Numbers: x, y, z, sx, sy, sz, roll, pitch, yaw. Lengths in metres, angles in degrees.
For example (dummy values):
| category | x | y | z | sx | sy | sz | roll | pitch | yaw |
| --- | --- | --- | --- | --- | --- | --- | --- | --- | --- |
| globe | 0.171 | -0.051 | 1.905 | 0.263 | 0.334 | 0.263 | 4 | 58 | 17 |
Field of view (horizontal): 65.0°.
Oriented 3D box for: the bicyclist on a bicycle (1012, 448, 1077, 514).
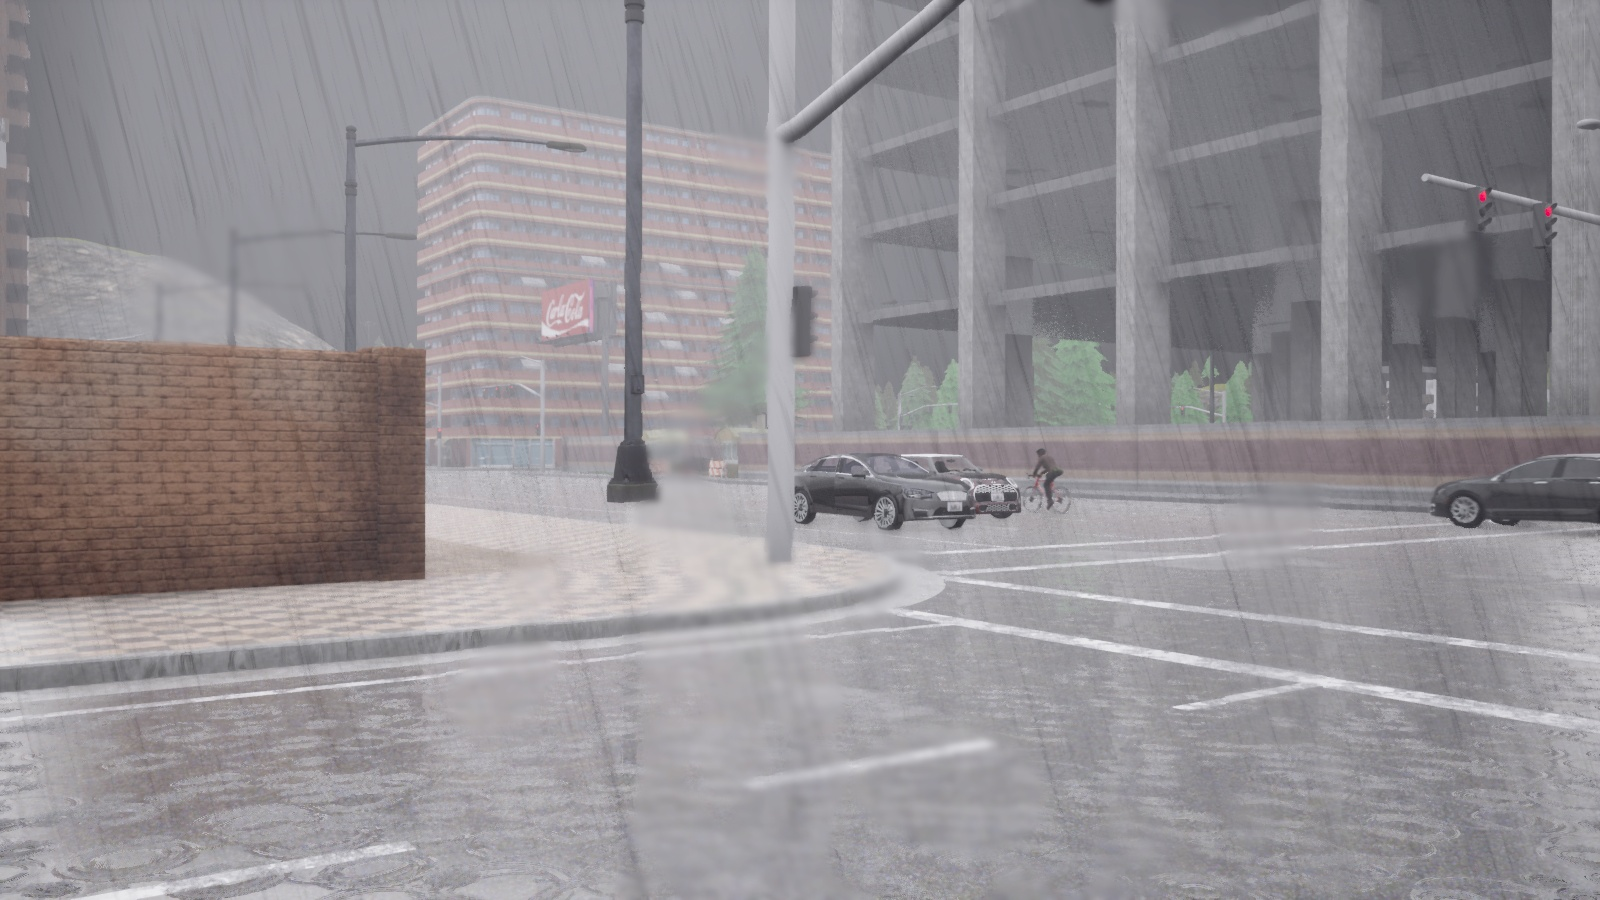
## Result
| category | x | y | z | sx | sy | sz | roll | pitch | yaw |
| --- | --- | --- | --- | --- | --- | --- | --- | --- | --- |
| bicyclist on a bicycle | 6.079 | 0.761 | 31.327 | 0.582 | 1.620 | 1.656 | 0 | 0 | -34 |

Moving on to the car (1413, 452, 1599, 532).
| category | x | y | z | sx | sy | sz | roll | pitch | yaw |
| --- | --- | --- | --- | --- | --- | --- | --- | --- | --- |
| car | 14.950 | 0.778 | 24.708 | 1.837 | 1.490 | 4.892 | 0 | 0 | -35 |

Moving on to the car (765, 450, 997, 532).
| category | x | y | z | sx | sy | sz | roll | pitch | yaw |
| --- | --- | --- | --- | --- | --- | --- | --- | --- | --- |
| car | 1.523 | 0.760 | 25.587 | 2.128 | 1.511 | 4.902 | 0 | 0 | -34 |

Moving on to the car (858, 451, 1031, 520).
| category | x | y | z | sx | sy | sz | roll | pitch | yaw |
| --- | --- | --- | --- | --- | --- | --- | --- | --- | --- |
| car | 3.293 | 0.775 | 29.197 | 1.970 | 1.475 | 3.806 | 0 | 0 | -34 |
